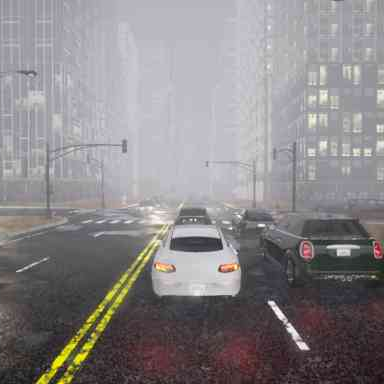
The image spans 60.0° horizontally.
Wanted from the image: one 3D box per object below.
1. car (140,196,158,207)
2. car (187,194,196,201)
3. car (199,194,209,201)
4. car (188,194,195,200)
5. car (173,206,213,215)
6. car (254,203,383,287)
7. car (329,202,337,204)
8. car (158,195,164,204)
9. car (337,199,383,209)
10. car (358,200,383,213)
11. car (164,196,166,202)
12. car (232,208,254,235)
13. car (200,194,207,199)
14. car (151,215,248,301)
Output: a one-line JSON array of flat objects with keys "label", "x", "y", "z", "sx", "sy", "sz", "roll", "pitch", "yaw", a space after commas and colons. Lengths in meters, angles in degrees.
[{"label": "car", "x": -6.717, "y": 1.528, "z": 50.752, "sx": 1.994, "sy": 1.385, "sz": 4.181, "roll": 0, "pitch": 0, "yaw": 0}, {"label": "car", "x": -0.200, "y": 1.418, "z": 80.325, "sx": 1.837, "sy": 1.490, "sz": 4.892, "roll": 0, "pitch": 0, "yaw": 0}, {"label": "car", "x": 3.050, "y": 1.396, "z": 80.332, "sx": 1.882, "sy": 1.535, "sz": 5.008, "roll": 0, "pitch": 0, "yaw": 0}, {"label": "car", "x": -0.227, "y": 1.220, "z": 90.742, "sx": 1.882, "sy": 1.535, "sz": 5.008, "roll": 0, "pitch": 0, "yaw": 0}, {"label": "car", "x": 0.057, "y": 1.495, "z": 17.408, "sx": 1.837, "sy": 1.490, "sz": 4.892, "roll": 0, "pitch": 0, "yaw": 0}, {"label": "car", "x": 3.327, "y": 1.348, "z": 9.436, "sx": 2.097, "sy": 1.767, "sz": 4.553, "roll": 0, "pitch": 0, "yaw": 0}, {"label": "car", "x": 15.004, "y": 1.701, "z": 35.378, "sx": 4.718, "sy": 1.301, "sz": 1.895, "roll": 0, "pitch": 1, "yaw": 1}, {"label": "car", "x": -6.721, "y": 1.429, "z": 61.076, "sx": 1.882, "sy": 1.535, "sz": 5.008, "roll": 0, "pitch": 0, "yaw": 1}, {"label": "car", "x": 16.127, "y": 1.519, "z": 29.575, "sx": 5.009, "sy": 1.841, "sz": 2.192, "roll": 1, "pitch": 0, "yaw": 1}, {"label": "car", "x": 21.715, "y": 1.643, "z": 37.876, "sx": 4.829, "sy": 1.417, "sz": 1.752, "roll": 1, "pitch": 0, "yaw": 1}, {"label": "car", "x": -6.680, "y": 1.416, "z": 71.451, "sx": 1.882, "sy": 1.535, "sz": 5.008, "roll": 0, "pitch": 0, "yaw": 0}, {"label": "car", "x": 3.305, "y": 1.555, "z": 17.823, "sx": 1.994, "sy": 1.385, "sz": 4.181, "roll": 0, "pitch": 0, "yaw": 0}, {"label": "car", "x": 3.023, "y": 1.266, "z": 90.749, "sx": 1.812, "sy": 1.442, "sz": 4.674, "roll": 0, "pitch": 0, "yaw": 0}, {"label": "car", "x": 0.081, "y": 1.522, "z": 8.160, "sx": 1.812, "sy": 1.442, "sz": 4.674, "roll": 0, "pitch": 0, "yaw": 0}]
